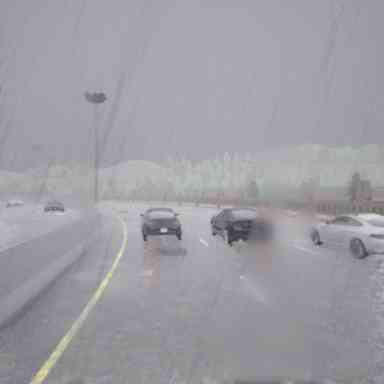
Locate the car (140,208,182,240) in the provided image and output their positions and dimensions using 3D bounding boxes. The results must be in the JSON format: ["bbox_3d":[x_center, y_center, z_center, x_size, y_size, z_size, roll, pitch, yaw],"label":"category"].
[{"bbox_3d":[-1.646,1.517,16.949,1.812,1.442,4.674,0,0,-10],"label":"car"}]

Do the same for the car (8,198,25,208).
[{"bbox_3d":[-26.634,1.587,50.311,1.812,1.442,4.674,0,0,-34],"label":"car"}]

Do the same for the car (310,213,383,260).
[{"bbox_3d":[6.131,1.490,12.261,1.812,1.442,4.674,0,0,-7],"label":"car"}]

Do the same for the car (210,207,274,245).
[{"bbox_3d":[2.146,1.455,15.510,1.882,1.535,5.008,0,0,-8],"label":"car"}]

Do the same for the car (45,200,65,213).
[{"bbox_3d":[-15.350,1.592,37.153,1.994,1.385,4.181,0,0,-24],"label":"car"}]
